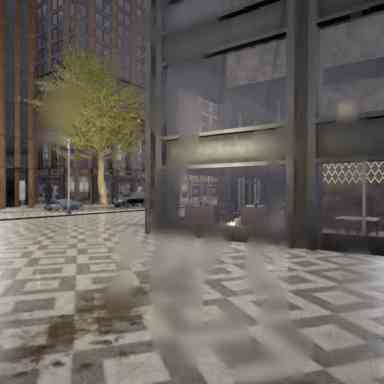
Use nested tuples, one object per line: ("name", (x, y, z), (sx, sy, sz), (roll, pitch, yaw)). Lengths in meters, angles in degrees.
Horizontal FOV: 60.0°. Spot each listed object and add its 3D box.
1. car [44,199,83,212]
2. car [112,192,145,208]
("car", (-14.516, 1.466, 37.795), (1.994, 1.385, 4.181), (0, 0, 35))
("car", (-8.437, 1.097, 46.286), (2.150, 2.045, 5.566), (0, 1, 35))
